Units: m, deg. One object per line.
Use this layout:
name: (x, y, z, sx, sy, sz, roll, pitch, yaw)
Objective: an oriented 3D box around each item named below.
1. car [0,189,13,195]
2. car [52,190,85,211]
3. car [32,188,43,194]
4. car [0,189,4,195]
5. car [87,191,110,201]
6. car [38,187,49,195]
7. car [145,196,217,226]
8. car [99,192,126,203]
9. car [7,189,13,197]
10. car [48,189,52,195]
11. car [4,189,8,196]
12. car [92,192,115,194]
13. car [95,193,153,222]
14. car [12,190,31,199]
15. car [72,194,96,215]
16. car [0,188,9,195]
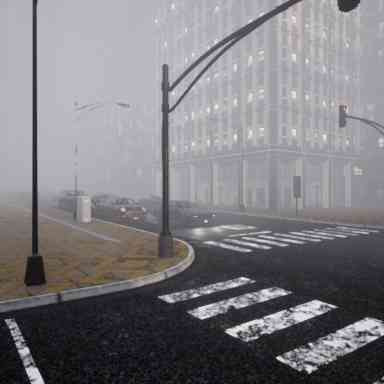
car: (-40.298, 0.016, 72.089, 1.947, 1.339, 4.313, 1, 0, -36)
car: (-11.101, 0.729, 31.288, 2.192, 1.841, 5.009, 1, 0, -36)
car: (-40.019, -0.213, 86.102, 1.947, 1.339, 4.313, 1, 0, -36)
car: (-37.054, 0.107, 67.556, 2.008, 1.369, 4.403, 1, 0, -36)
car: (-14.062, 0.644, 49.821, 1.947, 1.339, 4.313, 1, 0, -36)
car: (-33.529, -0.020, 77.031, 1.887, 1.381, 4.507, 1, 0, -36)
car: (-0.695, 1.232, 21.180, 2.033, 1.411, 5.357, 0, 1, -34)
car: (-10.915, 0.707, 45.425, 1.752, 1.417, 4.829, 1, 0, -36)
car: (-30.567, 0.321, 58.489, 2.008, 1.369, 4.403, 1, 0, -36)
car: (-23.115, 0.378, 58.000, 1.812, 1.442, 4.674, 0, 1, -36)
car: (-33.811, 0.208, 63.022, 1.887, 1.381, 4.507, 1, 0, -36)
car: (-8.024, 0.934, 31.412, 2.128, 1.511, 4.902, 0, 1, -36)
car: (-4.617, 1.069, 22.222, 1.967, 1.590, 4.097, 1, 0, -36)
car: (-27.324, 0.422, 53.955, 1.887, 1.381, 4.507, 1, 0, -36)
car: (-7.864, 1.103, 26.756, 1.802, 1.307, 4.206, 1, 0, -36)
car: (-43.541, -0.112, 76.622, 1.887, 1.381, 4.507, 1, 0, -36)
